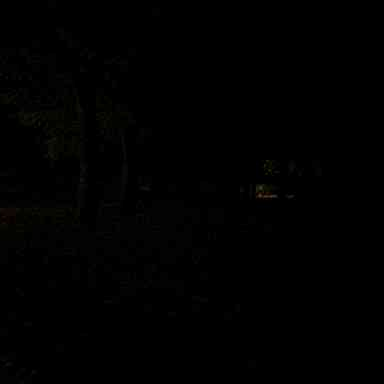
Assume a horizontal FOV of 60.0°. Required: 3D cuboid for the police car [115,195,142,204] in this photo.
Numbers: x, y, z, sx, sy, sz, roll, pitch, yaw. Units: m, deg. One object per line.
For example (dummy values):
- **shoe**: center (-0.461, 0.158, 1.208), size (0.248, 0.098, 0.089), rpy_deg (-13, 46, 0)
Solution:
- **police car**: center (-10.473, 1.076, 54.936), size (1.930, 1.638, 5.238), rpy_deg (-2, -1, 35)
